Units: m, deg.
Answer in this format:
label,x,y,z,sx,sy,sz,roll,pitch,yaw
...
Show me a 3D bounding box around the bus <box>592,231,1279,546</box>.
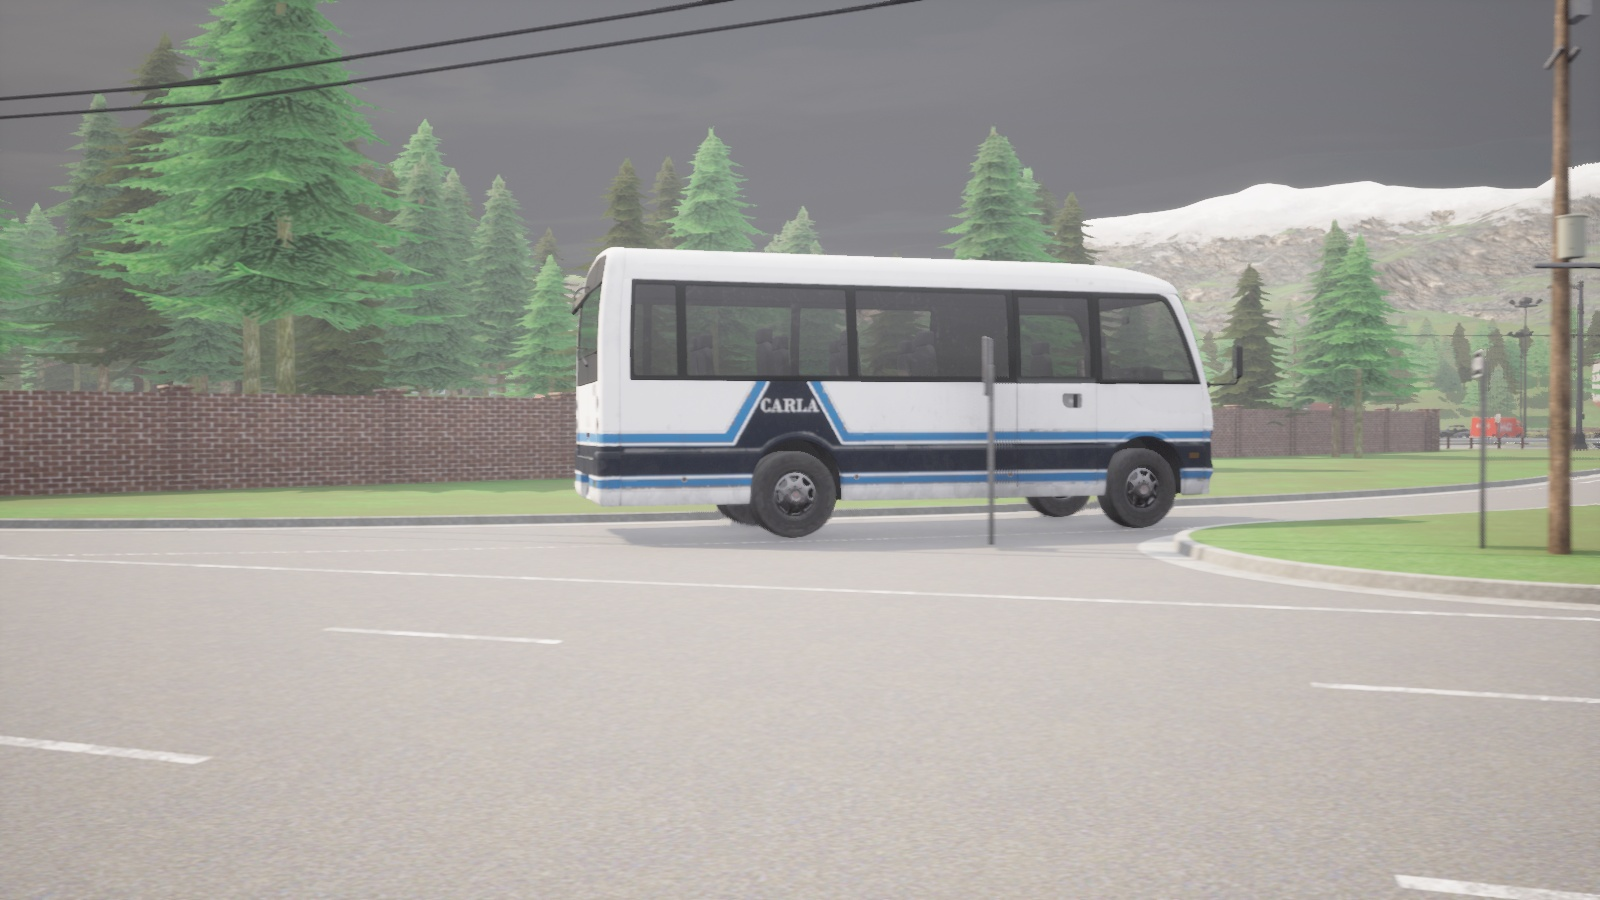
label,x,y,z,sx,sy,sz,roll,pitch,yaw
bus,2.043,-0.866,20.261,10.273,4.253,3.944,0,1,-16
